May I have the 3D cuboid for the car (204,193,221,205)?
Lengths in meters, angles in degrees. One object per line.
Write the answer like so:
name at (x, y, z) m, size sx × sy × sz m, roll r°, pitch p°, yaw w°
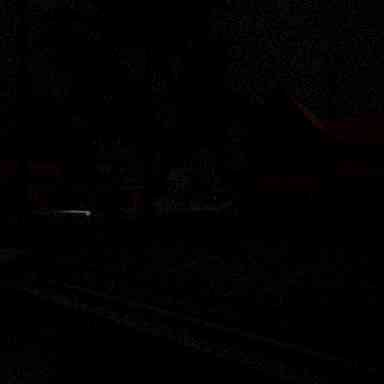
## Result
car at (3.645, 1.221, 58.520) m, size 2.150 × 2.045 × 5.566 m, roll 0°, pitch 0°, yaw 14°

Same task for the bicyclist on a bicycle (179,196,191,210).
bicyclist on a bicycle at (-0.832, 1.224, 38.252) m, size 1.656 × 1.620 × 0.582 m, roll 0°, pitch 0°, yaw 34°

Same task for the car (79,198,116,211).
car at (-11.551, 1.506, 41.090) m, size 1.837 × 1.490 × 4.892 m, roll 0°, pitch 0°, yaw 34°

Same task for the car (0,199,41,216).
car at (-17.363, 1.505, 32.522) m, size 1.837 × 1.490 × 4.892 m, roll 0°, pitch 0°, yaw 34°
